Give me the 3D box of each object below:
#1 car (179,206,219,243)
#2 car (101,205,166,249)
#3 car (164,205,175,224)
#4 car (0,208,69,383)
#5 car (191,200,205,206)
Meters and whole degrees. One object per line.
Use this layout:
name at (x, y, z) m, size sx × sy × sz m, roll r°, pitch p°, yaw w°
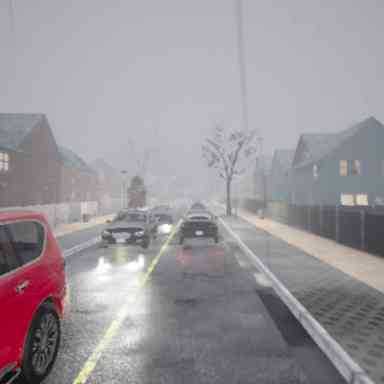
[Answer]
car at (0.352, 1.631, 16.752) m, size 1.812 × 1.442 × 4.674 m, roll 0°, pitch 0°, yaw 1°
car at (-2.624, 1.568, 14.932) m, size 2.128 × 1.511 × 4.902 m, roll 0°, pitch 0°, yaw 1°
car at (-2.408, 1.721, 26.361) m, size 1.994 × 1.385 × 4.181 m, roll 0°, pitch 0°, yaw 1°
car at (-2.839, 1.220, 2.503) m, size 2.150 × 2.045 × 5.566 m, roll 0°, pitch 0°, yaw 1°
car at (0.826, 1.855, 45.275) m, size 1.812 × 1.442 × 4.674 m, roll 0°, pitch -1°, yaw 1°
